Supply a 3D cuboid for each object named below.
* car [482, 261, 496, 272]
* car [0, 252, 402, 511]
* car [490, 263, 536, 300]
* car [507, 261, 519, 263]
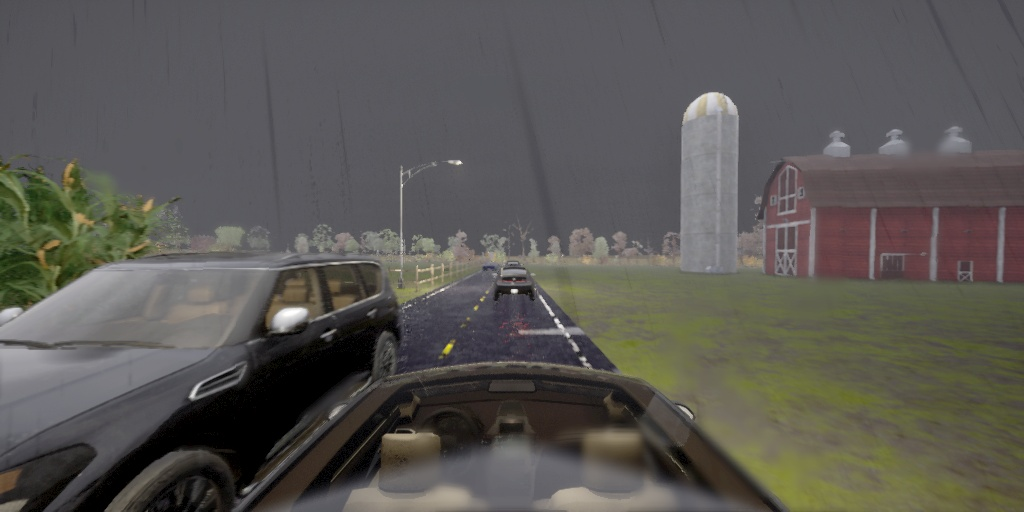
[{"bbox_3d":[-2.825,1.356,46.406,1.895,1.301,4.718,0,0,0],"label":"car"},{"bbox_3d":[-2.850,0.971,3.654,2.150,2.045,5.566,0,0,0],"label":"car"},{"bbox_3d":[0.103,1.252,17.731,1.837,1.490,4.892,0,0,0],"label":"car"},{"bbox_3d":[0.105,1.257,39.073,1.837,1.490,4.892,0,0,0],"label":"car"}]
